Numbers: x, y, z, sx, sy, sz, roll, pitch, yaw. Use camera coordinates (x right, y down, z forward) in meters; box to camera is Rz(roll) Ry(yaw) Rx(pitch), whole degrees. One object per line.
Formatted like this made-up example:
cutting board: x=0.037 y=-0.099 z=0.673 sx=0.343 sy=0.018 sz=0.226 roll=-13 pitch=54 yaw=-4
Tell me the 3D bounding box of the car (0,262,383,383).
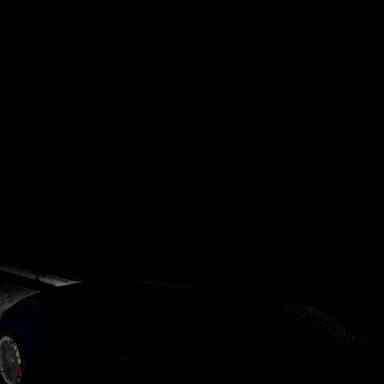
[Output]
car: x=-0.279 y=1.532 z=3.580 sx=4.674 sy=1.442 sz=1.812 roll=0 pitch=0 yaw=36
